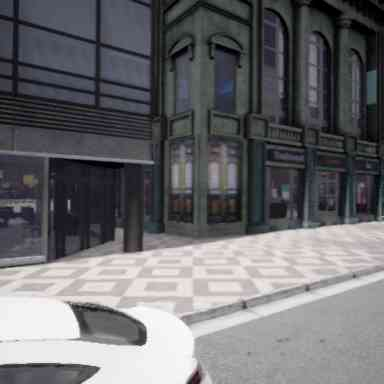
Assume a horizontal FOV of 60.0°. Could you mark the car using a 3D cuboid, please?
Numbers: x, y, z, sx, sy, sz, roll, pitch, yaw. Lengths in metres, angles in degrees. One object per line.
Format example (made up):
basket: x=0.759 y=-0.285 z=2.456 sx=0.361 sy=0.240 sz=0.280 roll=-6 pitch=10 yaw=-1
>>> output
car: x=-1.980 y=1.525 z=1.949 sx=4.674 sy=1.442 sz=1.812 roll=0 pitch=0 yaw=-35
